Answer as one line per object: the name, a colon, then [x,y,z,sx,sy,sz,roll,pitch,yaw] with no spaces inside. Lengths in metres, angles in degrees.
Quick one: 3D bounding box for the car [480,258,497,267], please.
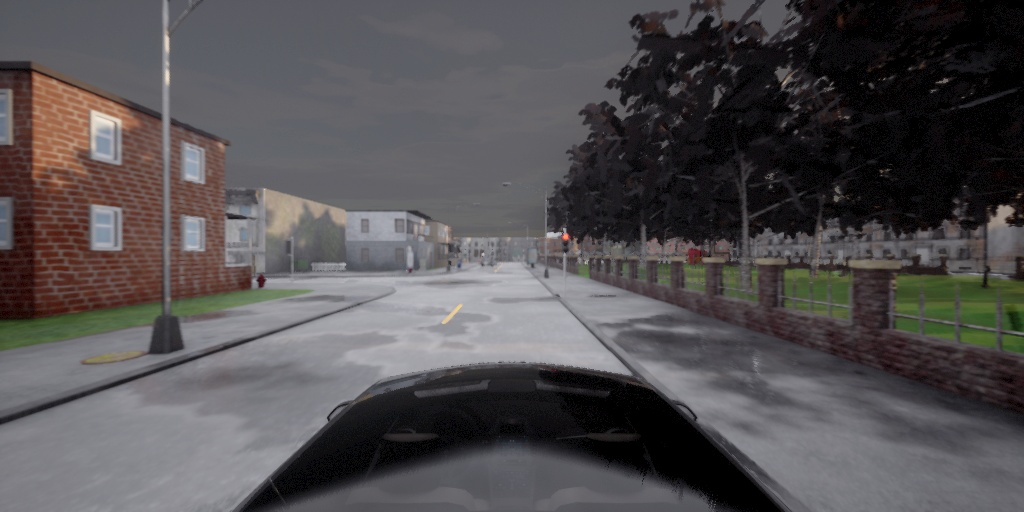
car: [-4.007,1.020,57.864,2.128,1.511,4.902,0,0,1]
